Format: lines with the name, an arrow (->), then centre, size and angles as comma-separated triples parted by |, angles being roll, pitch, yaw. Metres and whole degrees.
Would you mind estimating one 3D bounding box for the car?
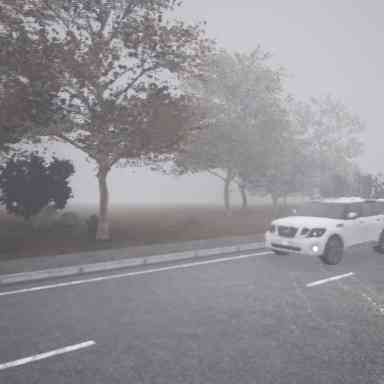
car -> 5.133, 1.222, 11.954 | 5.566, 2.045, 2.150 | 0, 0, -36
